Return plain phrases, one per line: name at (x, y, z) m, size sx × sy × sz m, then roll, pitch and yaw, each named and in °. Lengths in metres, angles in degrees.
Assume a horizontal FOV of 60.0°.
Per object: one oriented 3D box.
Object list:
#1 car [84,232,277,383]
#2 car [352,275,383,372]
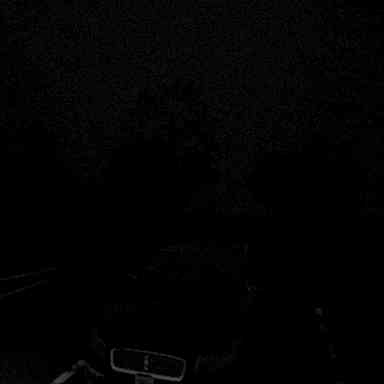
car at (0.227, 1.474, 5.348) m, size 2.231 × 1.521 × 4.892 m, roll 1°, pitch 0°, yaw 16°
car at (2.983, 1.489, 3.367) m, size 2.231 × 1.521 × 4.892 m, roll 0°, pitch -1°, yaw 15°
